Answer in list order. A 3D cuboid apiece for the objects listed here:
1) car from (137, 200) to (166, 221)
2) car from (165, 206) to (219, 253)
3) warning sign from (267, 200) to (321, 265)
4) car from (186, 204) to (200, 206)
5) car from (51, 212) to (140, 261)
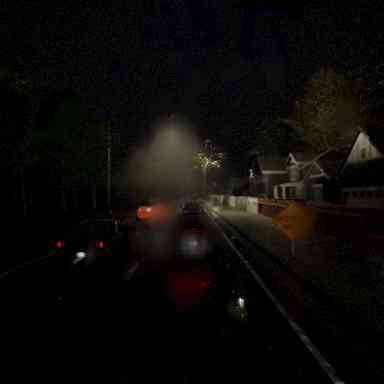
[{"bbox_3d":[-3.424,1.501,28.740,2.097,1.767,4.553,0,0,0],"label":"car"},{"bbox_3d":[0.075,1.583,14.104,1.837,1.490,4.892,0,0,0],"label":"car"},{"bbox_3d":[3.047,1.170,10.097,1.300,1.860,1.060,0,-1,0],"label":"warning sign"},{"bbox_3d":[0.079,1.718,29.531,1.994,1.385,4.181,0,0,0],"label":"car"},{"bbox_3d":[-3.433,1.668,12.573,1.895,1.301,4.718,0,0,0],"label":"car"}]
